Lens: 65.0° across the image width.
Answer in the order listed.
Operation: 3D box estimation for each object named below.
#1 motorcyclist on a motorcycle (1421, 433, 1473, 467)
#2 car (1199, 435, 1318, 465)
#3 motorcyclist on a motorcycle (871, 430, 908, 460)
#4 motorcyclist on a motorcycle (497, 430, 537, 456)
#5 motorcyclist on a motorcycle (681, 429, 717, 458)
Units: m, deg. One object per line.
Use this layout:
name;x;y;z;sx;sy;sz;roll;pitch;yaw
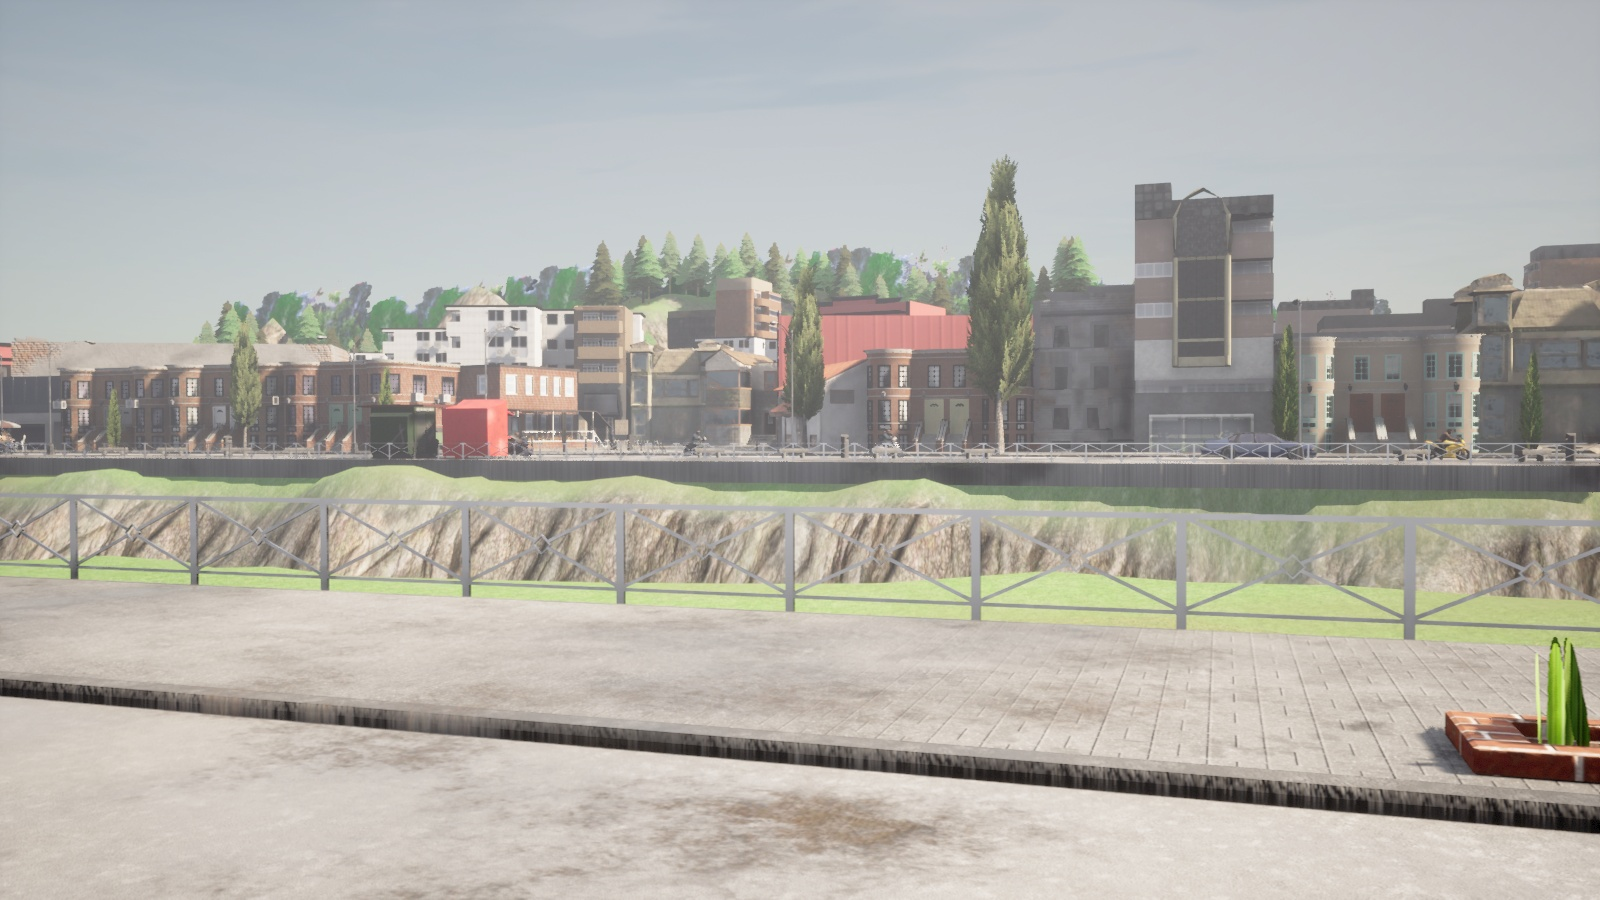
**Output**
motorcyclist on a motorcycle;30.202;-0.013;58.676;2.044;1.523;0.797;1;1;19
car;22.335;-0.023;61.321;5.357;1.411;2.033;1;1;19
motorcyclist on a motorcycle;4.796;-0.286;67.209;1.817;1.590;0.866;1;1;19
motorcyclist on a motorcycle;-16.797;-0.412;74.463;2.191;1.530;0.866;1;1;19
motorcyclist on a motorcycle;-5.675;-0.387;70.726;1.817;1.590;0.866;1;1;19
